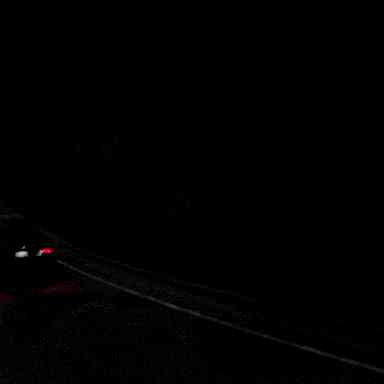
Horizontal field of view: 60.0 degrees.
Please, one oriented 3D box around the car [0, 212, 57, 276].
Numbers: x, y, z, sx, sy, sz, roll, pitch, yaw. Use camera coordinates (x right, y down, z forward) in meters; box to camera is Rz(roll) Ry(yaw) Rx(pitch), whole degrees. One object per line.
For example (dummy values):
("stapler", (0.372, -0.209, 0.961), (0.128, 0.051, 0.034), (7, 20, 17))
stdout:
("car", (-5.663, 1.567, 10.103), (2.033, 1.411, 5.357), (0, 0, -37))
